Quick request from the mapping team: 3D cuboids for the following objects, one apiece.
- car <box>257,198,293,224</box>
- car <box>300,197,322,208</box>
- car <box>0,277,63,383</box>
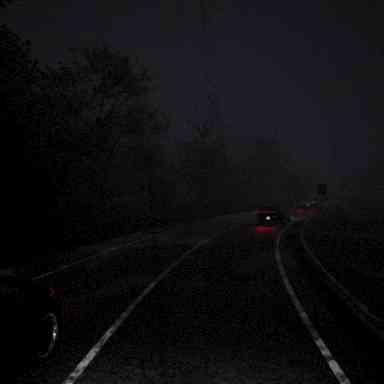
[{"bbox_3d":[6.153,1.501,24.794,1.837,1.490,4.892,-2,-1,24],"label":"car"},{"bbox_3d":[14.500,1.198,40.406,1.895,1.301,4.718,-3,0,30],"label":"car"},{"bbox_3d":[-2.970,1.567,3.127,1.994,1.385,4.181,0,0,5],"label":"car"}]
